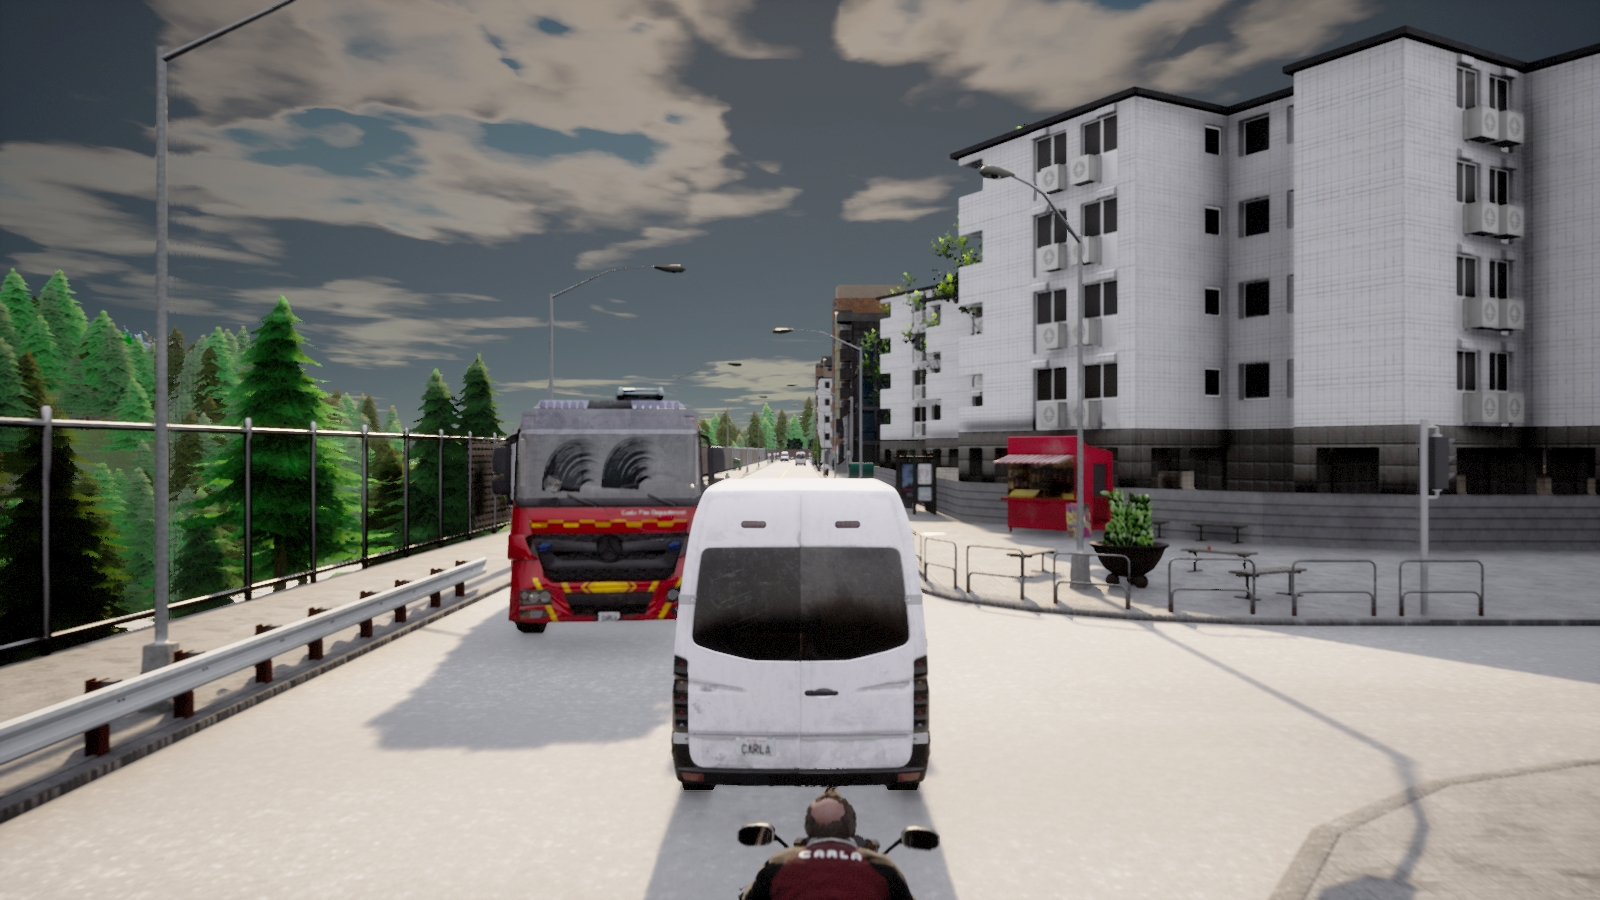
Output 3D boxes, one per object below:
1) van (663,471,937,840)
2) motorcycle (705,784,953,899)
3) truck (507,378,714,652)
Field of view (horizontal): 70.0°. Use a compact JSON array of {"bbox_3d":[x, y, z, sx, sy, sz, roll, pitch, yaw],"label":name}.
[{"bbox_3d":[0.002,1.544,11.245,1.988,2.561,5.915,0,0,0],"label":"van"},{"bbox_3d":[0.120,2.209,4.302,0.867,1.251,2.209,0,0,4],"label":"motorcycle"},{"bbox_3d":[-3.258,0.906,20.328,2.891,3.827,8.468,0,0,-8],"label":"truck"}]
